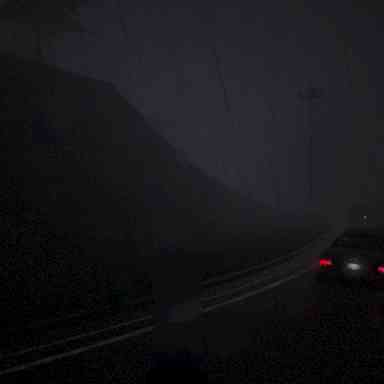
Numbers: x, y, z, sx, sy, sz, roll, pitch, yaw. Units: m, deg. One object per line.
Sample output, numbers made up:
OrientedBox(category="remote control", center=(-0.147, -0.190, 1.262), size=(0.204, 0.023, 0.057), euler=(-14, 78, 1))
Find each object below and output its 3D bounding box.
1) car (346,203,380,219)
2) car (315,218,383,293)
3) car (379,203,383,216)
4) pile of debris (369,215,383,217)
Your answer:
OrientedBox(category="car", center=(15.297, 1.906, 30.247), size=(1.837, 1.490, 4.892), euler=(0, -1, 18))
OrientedBox(category="car", center=(4.975, 1.670, 9.093), size=(2.033, 1.411, 5.357), euler=(0, -1, 37))
OrientedBox(category="car", center=(20.697, 1.966, 36.798), size=(1.882, 1.535, 5.008), euler=(0, -1, 13))
OrientedBox(category="pile of debris", center=(20.849, 2.667, 37.009), size=(1.500, 0.140, 1.860), euler=(0, -1, 13))
